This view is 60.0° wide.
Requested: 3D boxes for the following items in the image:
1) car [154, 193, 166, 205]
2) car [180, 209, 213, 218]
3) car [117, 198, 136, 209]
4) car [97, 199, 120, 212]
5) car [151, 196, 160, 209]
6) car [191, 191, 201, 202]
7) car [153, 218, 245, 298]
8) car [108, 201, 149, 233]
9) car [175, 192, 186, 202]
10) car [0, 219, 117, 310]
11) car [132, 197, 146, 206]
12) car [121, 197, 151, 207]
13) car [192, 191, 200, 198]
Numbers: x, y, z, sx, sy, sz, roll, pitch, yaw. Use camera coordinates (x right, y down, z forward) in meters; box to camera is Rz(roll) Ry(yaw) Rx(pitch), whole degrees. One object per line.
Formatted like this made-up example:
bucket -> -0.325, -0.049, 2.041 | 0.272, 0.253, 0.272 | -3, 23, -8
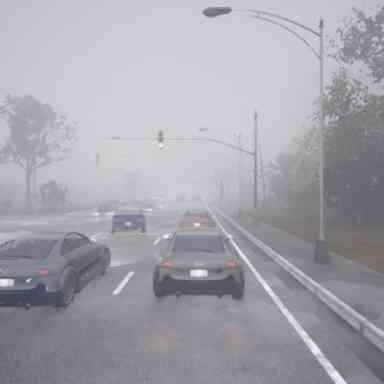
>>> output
car -> -6.232, 1.327, 62.750 | 2.150, 2.045, 5.566 | 0, 2, 2
car -> 0.272, 1.635, 18.914 | 1.994, 1.385, 4.181 | 0, 0, 1
car -> -9.971, 1.666, 50.741 | 1.882, 1.535, 5.008 | 0, 0, 1
car -> -10.098, 1.657, 40.940 | 1.837, 1.490, 4.892 | 0, 0, 4
car -> -6.489, 1.732, 49.681 | 2.033, 1.411, 5.357 | 0, 0, 1
car -> 0.913, 1.115, 70.923 | 2.097, 1.767, 4.553 | 0, 3, 1
car -> 0.159, 1.595, 8.615 | 1.994, 1.385, 4.181 | 0, 0, 1
car -> -3.871, 1.553, 20.232 | 1.882, 1.535, 5.008 | 1, 0, -11
car -> -2.587, 1.310, 71.013 | 1.994, 1.385, 4.181 | 0, 3, 1
car -> -3.344, 1.594, 7.964 | 1.994, 1.385, 4.181 | 0, 0, 0
car -> -9.765, 1.670, 61.281 | 1.812, 1.442, 4.674 | 0, 1, 1
car -> -6.643, 1.695, 39.608 | 2.033, 1.411, 5.357 | 0, 0, 1
car -> 1.058, 0.619, 80.963 | 1.837, 1.490, 4.892 | 0, 3, 1
